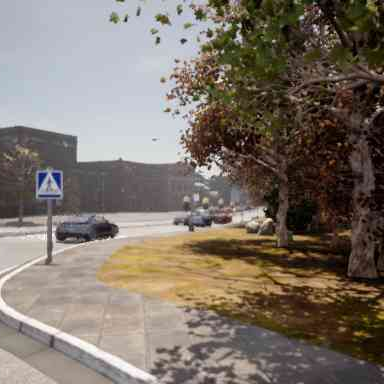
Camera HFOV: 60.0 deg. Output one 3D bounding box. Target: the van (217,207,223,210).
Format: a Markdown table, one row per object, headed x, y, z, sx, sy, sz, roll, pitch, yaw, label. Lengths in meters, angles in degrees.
| x | y | z | sx | sy | sz | roll | pitch | yaw | label |
| --- | --- | --- | --- | --- | --- | --- | --- | --- | --- |
| 5.995 | 5.028 | 88.161 | 1.878 | 1.987 | 4.442 | 0 | -2 | 20 | van |

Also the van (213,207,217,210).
| x | y | z | sx | sy | sz | roll | pitch | yaw | label |
| --- | --- | --- | --- | --- | --- | --- | --- | --- | --- |
| 4.132 | 4.834 | 82.939 | 1.878 | 1.987 | 4.442 | 0 | -2 | 20 | van |

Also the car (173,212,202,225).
| x | y | z | sx | sy | sz | roll | pitch | yaw | label |
| --- | --- | --- | --- | --- | --- | --- | --- | --- | --- |
| -0.795 | 3.691 | 44.176 | 2.033 | 1.411 | 5.357 | 0 | -3 | 20 | car |

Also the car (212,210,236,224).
| x | y | z | sx | sy | sz | roll | pitch | yaw | label |
| --- | --- | --- | --- | --- | --- | --- | --- | --- | --- |
| 4.882 | 3.974 | 50.683 | 1.882 | 1.535 | 5.008 | 0 | -2 | 19 | car |

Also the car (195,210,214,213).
| x | y | z | sx | sy | sz | roll | pitch | yaw | label |
| --- | --- | --- | --- | --- | --- | --- | --- | --- | --- |
| 2.513 | 4.117 | 53.758 | 2.033 | 1.411 | 5.357 | 0 | -2 | 19 | car |

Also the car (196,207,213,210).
| x | y | z | sx | sy | sz | roll | pitch | yaw | label |
| --- | --- | --- | --- | --- | --- | --- | --- | --- | --- |
| 2.302 | 4.614 | 77.802 | 2.435 | 2.045 | 5.566 | 0 | -2 | 20 | car |

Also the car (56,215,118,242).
| x | y | z | sx | sy | sz | roll | pitch | yaw | label |
| --- | --- | --- | --- | --- | --- | --- | --- | --- | --- |
| -5.768 | 2.000 | 18.783 | 1.994 | 1.385 | 4.181 | 0 | -4 | 11 | car |

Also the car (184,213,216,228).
| x | y | z | sx | sy | sz | roll | pitch | yaw | label |
| --- | --- | --- | --- | --- | --- | --- | --- | --- | --- |
| 1.056 | 3.496 | 39.742 | 1.994 | 1.385 | 4.181 | 0 | -4 | 20 | car |
